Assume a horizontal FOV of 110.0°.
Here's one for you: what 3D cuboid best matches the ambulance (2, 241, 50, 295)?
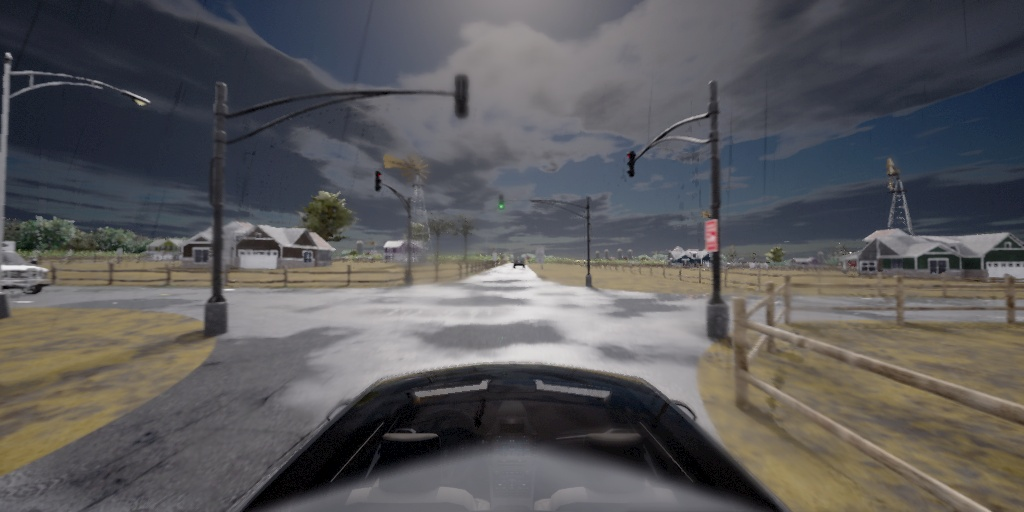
[{"bbox_3d":[-23.985,0.501,15.425,6.366,2.431,2.351,1,-1,1],"label":"ambulance"}]
